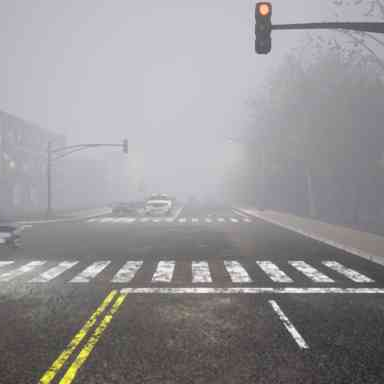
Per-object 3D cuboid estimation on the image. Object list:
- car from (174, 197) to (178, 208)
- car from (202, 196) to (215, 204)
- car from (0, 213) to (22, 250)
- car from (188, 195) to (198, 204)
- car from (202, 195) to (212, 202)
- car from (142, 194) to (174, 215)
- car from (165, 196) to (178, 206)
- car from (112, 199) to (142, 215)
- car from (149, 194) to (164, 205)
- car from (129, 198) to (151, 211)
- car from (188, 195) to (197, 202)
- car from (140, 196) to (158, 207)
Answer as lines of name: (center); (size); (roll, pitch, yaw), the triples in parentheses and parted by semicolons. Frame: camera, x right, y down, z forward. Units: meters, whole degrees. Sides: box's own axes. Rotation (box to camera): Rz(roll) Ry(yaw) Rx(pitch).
car: (-3.291, 1.586, 43.791); (1.895, 1.301, 4.718); (0, 0, 1)
car: (3.423, 1.576, 64.722); (1.895, 1.301, 4.718); (0, 0, 0)
car: (-8.543, 1.505, 13.457); (4.902, 1.511, 2.128); (-1, -1, 43)
car: (0.172, 1.467, 64.707); (2.128, 1.511, 4.902); (0, 0, 0)
car: (3.335, 1.510, 74.740); (2.033, 1.411, 5.357); (0, 0, 0)
car: (-3.304, 1.211, 33.735); (2.150, 2.045, 5.566); (0, 0, 0)
car: (-3.277, 1.485, 53.940); (1.837, 1.490, 4.892); (0, 0, 0)
car: (-6.557, 1.591, 33.142); (1.895, 1.301, 4.718); (0, 0, 0)
car: (-6.493, 1.329, 61.178); (2.097, 1.767, 4.553); (0, 0, 0)
car: (-6.537, 1.550, 42.070); (1.994, 1.385, 4.181); (0, 0, 1)
car: (0.087, 1.447, 75.017); (1.882, 1.535, 5.008); (0, 0, 0)
car: (-6.530, 1.473, 51.124); (2.128, 1.511, 4.902); (0, 0, 0)
